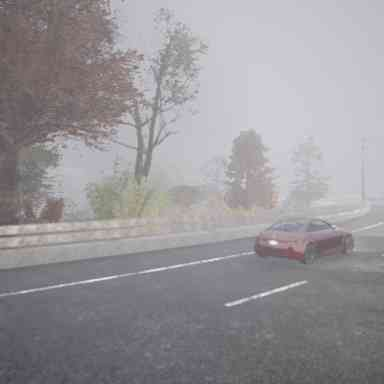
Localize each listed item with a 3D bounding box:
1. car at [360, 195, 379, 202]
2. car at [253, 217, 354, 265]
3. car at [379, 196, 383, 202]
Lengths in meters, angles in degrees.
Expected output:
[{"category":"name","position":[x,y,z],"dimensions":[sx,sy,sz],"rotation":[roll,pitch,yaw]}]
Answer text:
[{"category":"car","position":[38.650,1.410,73.174],"dimensions":[1.882,1.535,5.008],"rotation":[0,0,8]},{"category":"car","position":[4.095,1.589,11.956],"dimensions":[4.181,1.385,1.994],"rotation":[0,0,-42]},{"category":"car","position":[42.092,1.476,72.543],"dimensions":[1.994,1.385,4.181],"rotation":[0,0,8]}]
